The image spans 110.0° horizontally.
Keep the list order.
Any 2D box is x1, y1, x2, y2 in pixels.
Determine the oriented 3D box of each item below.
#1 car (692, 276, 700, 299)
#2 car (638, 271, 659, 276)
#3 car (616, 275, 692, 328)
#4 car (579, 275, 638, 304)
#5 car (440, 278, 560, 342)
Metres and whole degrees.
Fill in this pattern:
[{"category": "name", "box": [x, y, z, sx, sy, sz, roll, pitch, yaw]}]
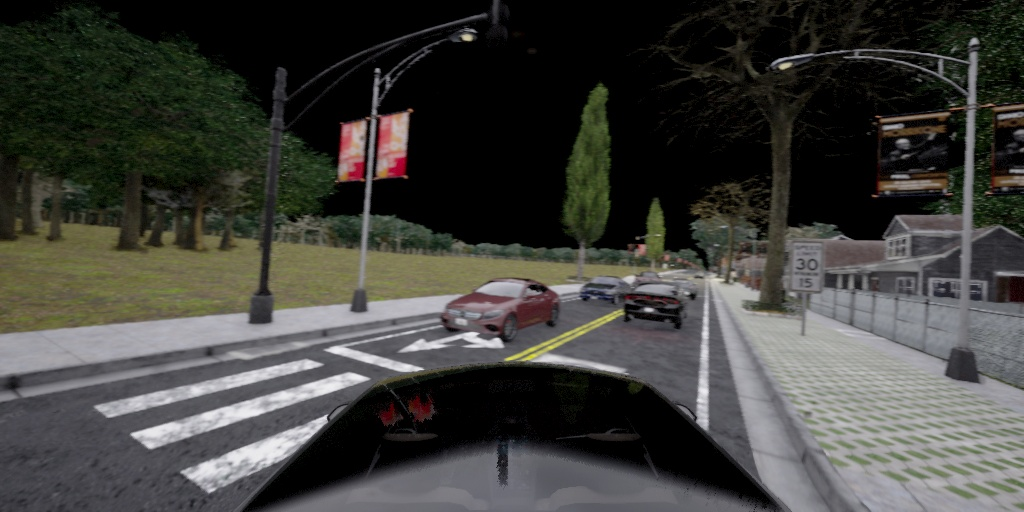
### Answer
[{"category": "car", "box": [12.785, 2.390, 26.973, 1.994, 1.385, 4.181, 3, -1, 29]}, {"category": "car", "box": [13.149, 2.286, 34.557, 2.097, 1.767, 4.553, 3, -1, 29]}, {"category": "car", "box": [5.664, 1.707, 13.870, 1.882, 1.535, 5.008, 3, -1, 29]}, {"category": "car", "box": [5.493, 1.850, 20.561, 2.033, 1.411, 5.357, 3, -1, 29]}, {"category": "car", "box": [-0.053, 1.362, 10.369, 1.812, 1.442, 4.674, 3, -1, 29]}]
